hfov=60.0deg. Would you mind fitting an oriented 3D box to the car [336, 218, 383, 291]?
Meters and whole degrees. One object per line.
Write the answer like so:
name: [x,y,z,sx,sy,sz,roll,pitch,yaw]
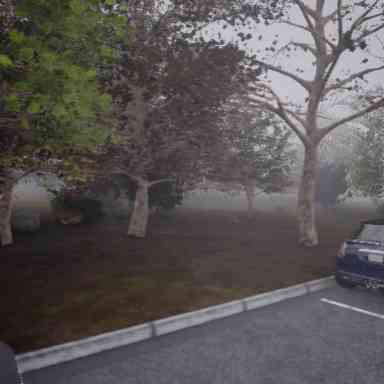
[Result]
car: [5.573,1.388,8.037,4.553,1.767,2.185,0,0,-33]
